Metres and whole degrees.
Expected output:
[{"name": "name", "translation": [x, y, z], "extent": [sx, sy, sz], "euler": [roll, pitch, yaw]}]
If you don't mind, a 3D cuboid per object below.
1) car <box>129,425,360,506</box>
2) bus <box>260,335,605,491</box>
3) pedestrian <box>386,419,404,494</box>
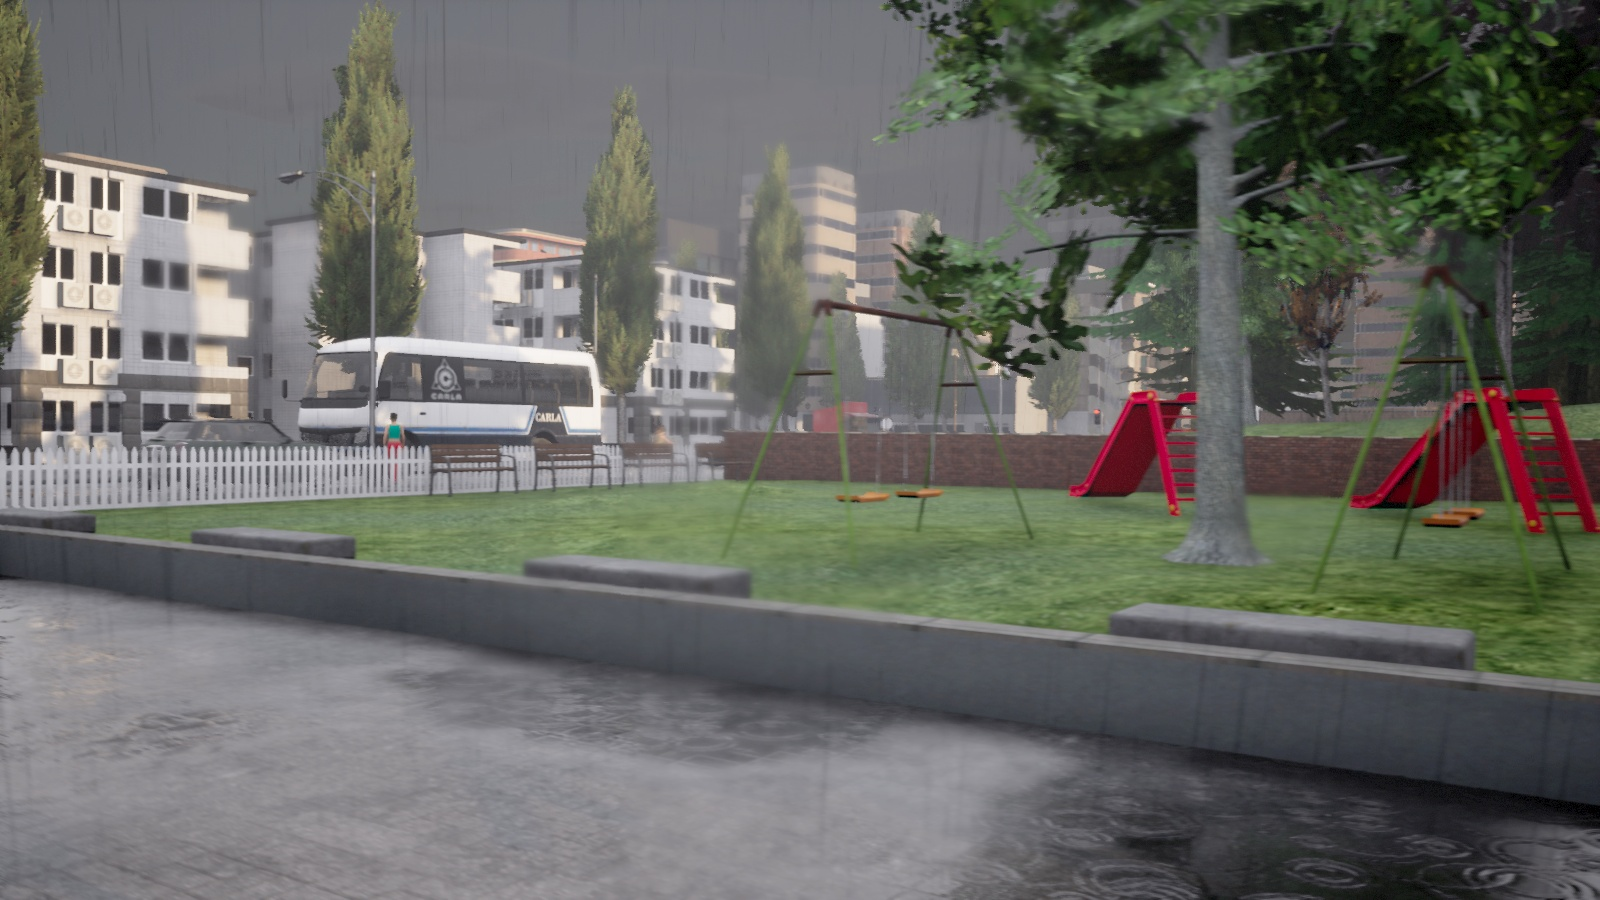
[{"name": "car", "translation": [-12.999, 0.296, 29.654], "extent": [2.097, 1.767, 4.553], "euler": [0, 1, 34]}, {"name": "bus", "translation": [-11.153, -1.093, 39.612], "extent": [3.944, 4.253, 10.273], "euler": [0, 1, 34]}, {"name": "pedestrian", "translation": [-10.033, 0.152, 31.090], "extent": [0.345, 1.836, 0.594], "euler": [-1, 1, -13]}]
